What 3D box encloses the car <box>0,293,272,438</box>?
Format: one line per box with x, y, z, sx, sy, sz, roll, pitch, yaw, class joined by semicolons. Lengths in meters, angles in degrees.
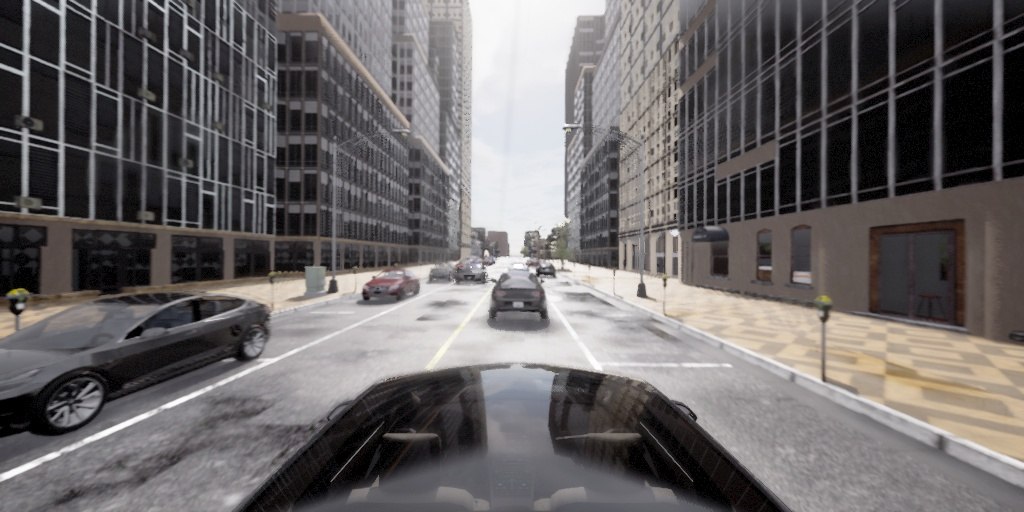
-5.671;1.269;5.449;1.948;1.339;4.313;0;0;1;car

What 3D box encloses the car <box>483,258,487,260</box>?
-5.003;1.182;50.983;1.802;1.307;4.207;0;0;1;car

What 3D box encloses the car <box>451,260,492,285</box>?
-2.770;1.243;25.491;1.994;1.385;4.181;0;0;1;car

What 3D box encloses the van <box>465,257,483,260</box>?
-5.087;0.955;45.291;1.690;1.789;3.998;0;0;1;van

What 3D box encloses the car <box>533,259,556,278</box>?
3.126;1.266;33.772;1.948;1.339;4.313;0;0;1;car

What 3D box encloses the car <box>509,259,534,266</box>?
0.486;1.238;30.070;2.033;1.411;5.357;0;0;1;car

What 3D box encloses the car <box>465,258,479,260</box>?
-5.170;1.173;39.599;1.888;1.381;4.507;0;0;1;car

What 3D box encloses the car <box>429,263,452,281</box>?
-5.337;1.205;28.216;2.007;1.370;4.403;0;0;1;car

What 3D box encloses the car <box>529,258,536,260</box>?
3.460;1.084;56.536;1.967;1.591;4.097;0;0;1;car

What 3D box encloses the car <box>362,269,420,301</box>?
-5.504;1.262;16.831;1.802;1.307;4.207;0;0;1;car

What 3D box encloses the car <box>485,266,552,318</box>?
0.217;1.254;12.781;1.812;1.442;4.674;0;0;1;car
